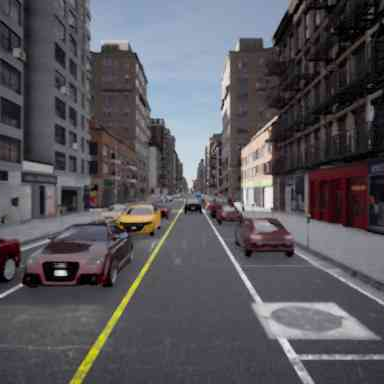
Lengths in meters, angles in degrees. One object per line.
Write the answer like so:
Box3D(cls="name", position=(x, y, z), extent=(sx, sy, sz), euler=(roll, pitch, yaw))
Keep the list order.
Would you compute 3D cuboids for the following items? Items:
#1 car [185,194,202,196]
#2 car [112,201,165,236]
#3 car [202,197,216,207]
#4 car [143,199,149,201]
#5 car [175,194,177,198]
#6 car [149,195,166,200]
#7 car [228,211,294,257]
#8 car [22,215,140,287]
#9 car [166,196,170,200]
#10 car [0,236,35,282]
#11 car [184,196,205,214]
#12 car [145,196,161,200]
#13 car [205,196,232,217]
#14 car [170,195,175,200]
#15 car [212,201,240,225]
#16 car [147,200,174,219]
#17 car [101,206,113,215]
Box3D(cls="car", position=(0.100, 1.499, 48.081), extent=(2.128, 1.511, 4.902), euler=(0, 0, 0))
Box3D(cls="car", position=(-2.841, 1.486, 18.841), extent=(1.882, 1.535, 5.008), euler=(0, 0, 0))
Box3D(cls="car", position=(2.642, 1.556, 52.481), extent=(2.008, 1.369, 4.403), euler=(0, 0, 0))
Box3D(cls="car", position=(-5.385, 1.575, 29.751), extent=(1.947, 1.339, 4.313), euler=(0, 0, 0))
Box3D(cls="car", position=(-5.381, 1.549, 80.887), extent=(2.008, 1.369, 4.403), euler=(0, 0, 0))
Box3D(cls="car", position=(-5.384, 1.321, 46.796), extent=(2.192, 1.841, 5.009), euler=(0, 0, 0))
Box3D(cls="car", position=(2.638, 1.589, 12.712), extent=(1.802, 1.307, 4.206), euler=(0, 0, 0))
Box3D(cls="car", position=(-2.845, 1.569, 9.195), extent=(1.994, 1.385, 4.181), euler=(0, 0, 0))
Box3D(cls="car", position=(-5.383, 1.444, 58.160), extent=(1.967, 1.590, 4.097), euler=(0, 0, 0))
Box3D(cls="car", position=(-5.387, 1.549, 7.023), extent=(1.887, 1.381, 4.507), euler=(0, 0, 0))
Box3D(cls="car", position=(0.113, 1.486, 36.081), extent=(1.882, 1.535, 5.008), euler=(0, 0, 0))
Box3D(cls="car", position=(-5.384, 1.573, 41.115), extent=(1.947, 1.339, 4.313), euler=(0, 0, 0))
Box3D(cls="car", position=(2.640, 1.324, 29.756), extent=(2.192, 1.841, 5.009), euler=(0, 0, 0))
Box3D(cls="car", position=(-5.381, 1.582, 75.205), extent=(1.802, 1.307, 4.206), euler=(0, 0, 0))
Box3D(cls="car", position=(2.639, 1.592, 24.075), extent=(1.802, 1.307, 4.206), euler=(0, 0, 0))
Box3D(cls="car", position=(-2.807, 1.610, 28.947), extent=(1.895, 1.301, 4.718), euler=(0, 0, 0))
Box3D(cls="car", position=(-5.386, 1.535, 23.899), extent=(1.752, 1.417, 4.829), euler=(0, 0, 0))
